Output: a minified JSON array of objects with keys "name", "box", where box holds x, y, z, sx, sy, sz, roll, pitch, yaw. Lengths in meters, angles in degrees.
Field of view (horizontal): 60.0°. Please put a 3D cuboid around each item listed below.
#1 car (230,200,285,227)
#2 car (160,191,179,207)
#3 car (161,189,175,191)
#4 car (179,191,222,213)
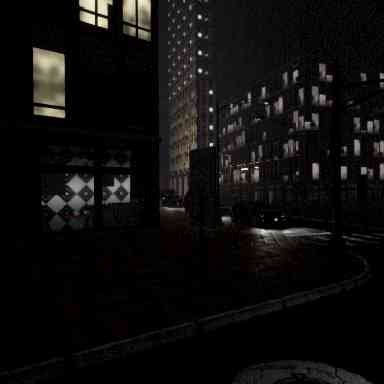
[{"name":"car","box":[4.094,1.316,21.545,1.837,1.490,4.892,-1,1,-19]},{"name":"car","box":[-2.416,1.036,40.672,1.837,1.490,4.892,-1,1,-18]},{"name":"car","box":[-4.068,0.537,54.633,2.150,2.045,5.566,-1,1,-18]},{"name":"car","box":[0.886,0.895,30.947,2.150,2.045,5.566,-1,1,-19]}]
